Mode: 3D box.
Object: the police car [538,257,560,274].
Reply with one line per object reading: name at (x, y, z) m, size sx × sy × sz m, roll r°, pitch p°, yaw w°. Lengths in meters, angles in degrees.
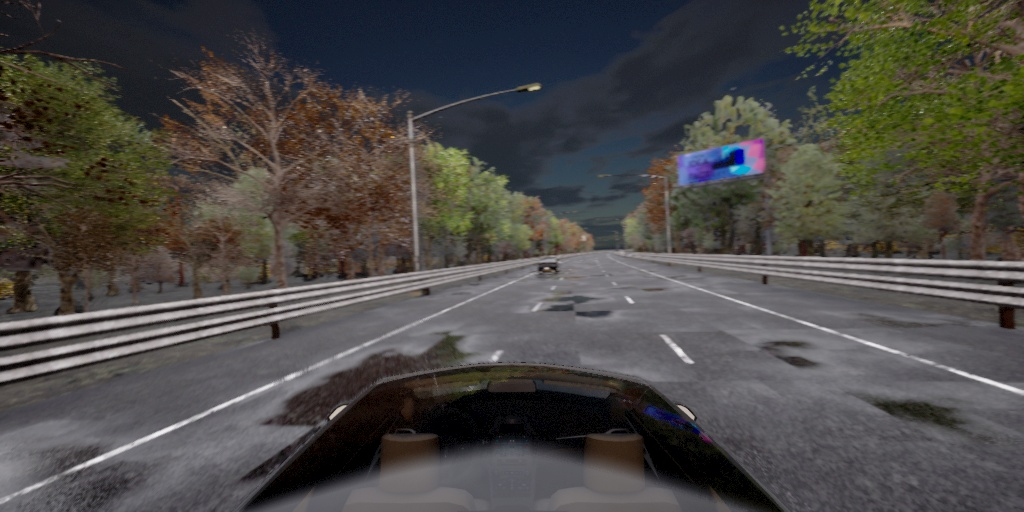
police car at (3.805, 0.930, 36.289) m, size 1.930 × 1.638 × 5.238 m, roll -3°, pitch 0°, yaw 12°
